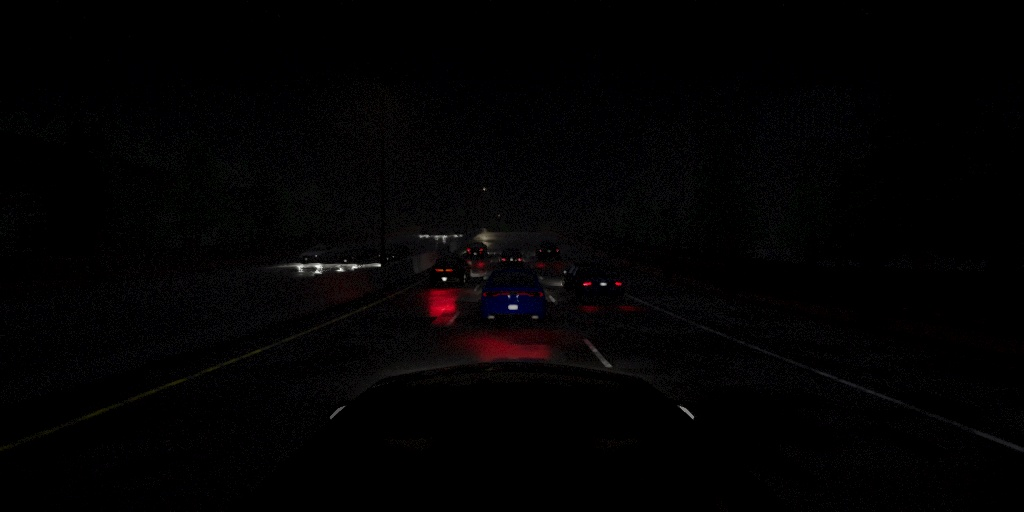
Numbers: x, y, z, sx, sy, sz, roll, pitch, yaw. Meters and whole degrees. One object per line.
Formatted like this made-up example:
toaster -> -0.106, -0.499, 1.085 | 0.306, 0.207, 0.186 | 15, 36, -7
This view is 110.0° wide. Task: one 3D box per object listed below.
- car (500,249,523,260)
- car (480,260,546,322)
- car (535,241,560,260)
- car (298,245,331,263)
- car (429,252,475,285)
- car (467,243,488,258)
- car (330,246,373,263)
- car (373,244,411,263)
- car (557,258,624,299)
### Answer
car -> -0.036, 0.100, 29.939 | 2.033, 1.411, 5.357 | 0, 6, 0
car -> 0.038, 1.123, 11.946 | 1.882, 1.535, 5.008 | 0, 2, 0
car -> 3.442, -0.673, 35.372 | 2.097, 1.767, 4.553 | 0, 7, 0
car -> -17.741, -0.262, 33.188 | 1.812, 1.442, 4.674 | 0, 6, 0
car -> -3.489, 0.769, 20.842 | 1.837, 1.490, 4.892 | 0, 4, 0
car -> -3.562, -0.657, 36.703 | 1.812, 1.442, 4.674 | 0, 7, 0
car -> -14.243, -0.242, 33.209 | 2.033, 1.411, 5.357 | 0, 6, 0
car -> -10.742, -0.278, 33.175 | 1.837, 1.490, 4.892 | 0, 6, 0
car -> 3.531, 1.040, 16.426 | 2.033, 1.411, 5.357 | 0, 3, 0
